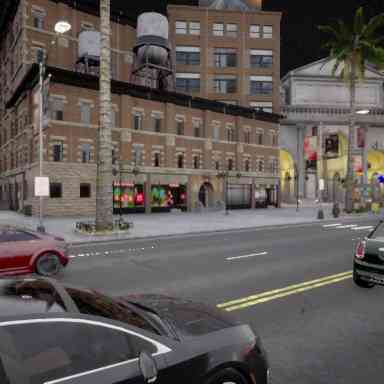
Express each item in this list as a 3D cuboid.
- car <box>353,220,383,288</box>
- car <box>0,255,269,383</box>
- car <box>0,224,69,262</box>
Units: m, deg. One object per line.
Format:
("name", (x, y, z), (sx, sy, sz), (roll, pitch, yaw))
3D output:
("car", (5.916, 1.352, 7.994), (4.553, 1.767, 2.097), (0, 0, -35))
("car", (-1.459, 1.505, 2.698), (4.892, 1.490, 1.837), (0, 0, -36))
("car", (-5.453, 1.564, 8.697), (4.181, 1.385, 1.994), (0, 0, -35))
